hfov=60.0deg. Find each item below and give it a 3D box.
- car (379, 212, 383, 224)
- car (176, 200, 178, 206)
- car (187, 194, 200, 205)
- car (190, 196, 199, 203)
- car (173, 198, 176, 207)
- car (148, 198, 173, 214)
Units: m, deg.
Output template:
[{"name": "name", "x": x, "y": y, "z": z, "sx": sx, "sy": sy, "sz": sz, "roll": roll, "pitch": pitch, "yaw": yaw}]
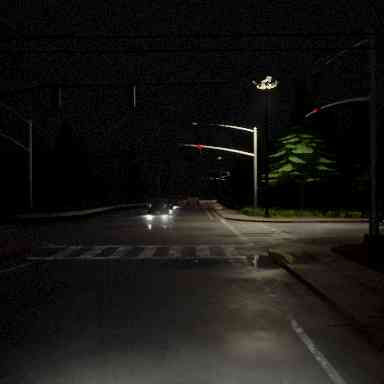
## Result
[{"name": "car", "x": 14.916, "y": 1.609, "z": 21.959, "sx": 4.718, "sy": 1.301, "sz": 1.895, "roll": 0, "pitch": 0, "yaw": 1}, {"name": "car", "x": -3.512, "y": 1.723, "z": 56.621, "sx": 1.994, "sy": 1.385, "sz": 4.181, "roll": 0, "pitch": 0, "yaw": 1}, {"name": "car", "x": 0.240, "y": 1.369, "z": 60.770, "sx": 2.150, "sy": 2.045, "sz": 5.566, "roll": 0, "pitch": 0, "yaw": 2}, {"name": "car", "x": 0.553, "y": 1.657, "z": 73.181, "sx": 1.882, "sy": 1.535, "sz": 5.008, "roll": 0, "pitch": 0, "yaw": 2}, {"name": "car", "x": -3.601, "y": 1.640, "z": 46.541, "sx": 1.837, "sy": 1.490, "sz": 4.892, "roll": 0, "pitch": 0, "yaw": 0}, {"name": "car", "x": -3.615, "y": 1.464, "z": 36.671, "sx": 2.097, "sy": 1.767, "sz": 4.553, "roll": 0, "pitch": 0, "yaw": 0}]
